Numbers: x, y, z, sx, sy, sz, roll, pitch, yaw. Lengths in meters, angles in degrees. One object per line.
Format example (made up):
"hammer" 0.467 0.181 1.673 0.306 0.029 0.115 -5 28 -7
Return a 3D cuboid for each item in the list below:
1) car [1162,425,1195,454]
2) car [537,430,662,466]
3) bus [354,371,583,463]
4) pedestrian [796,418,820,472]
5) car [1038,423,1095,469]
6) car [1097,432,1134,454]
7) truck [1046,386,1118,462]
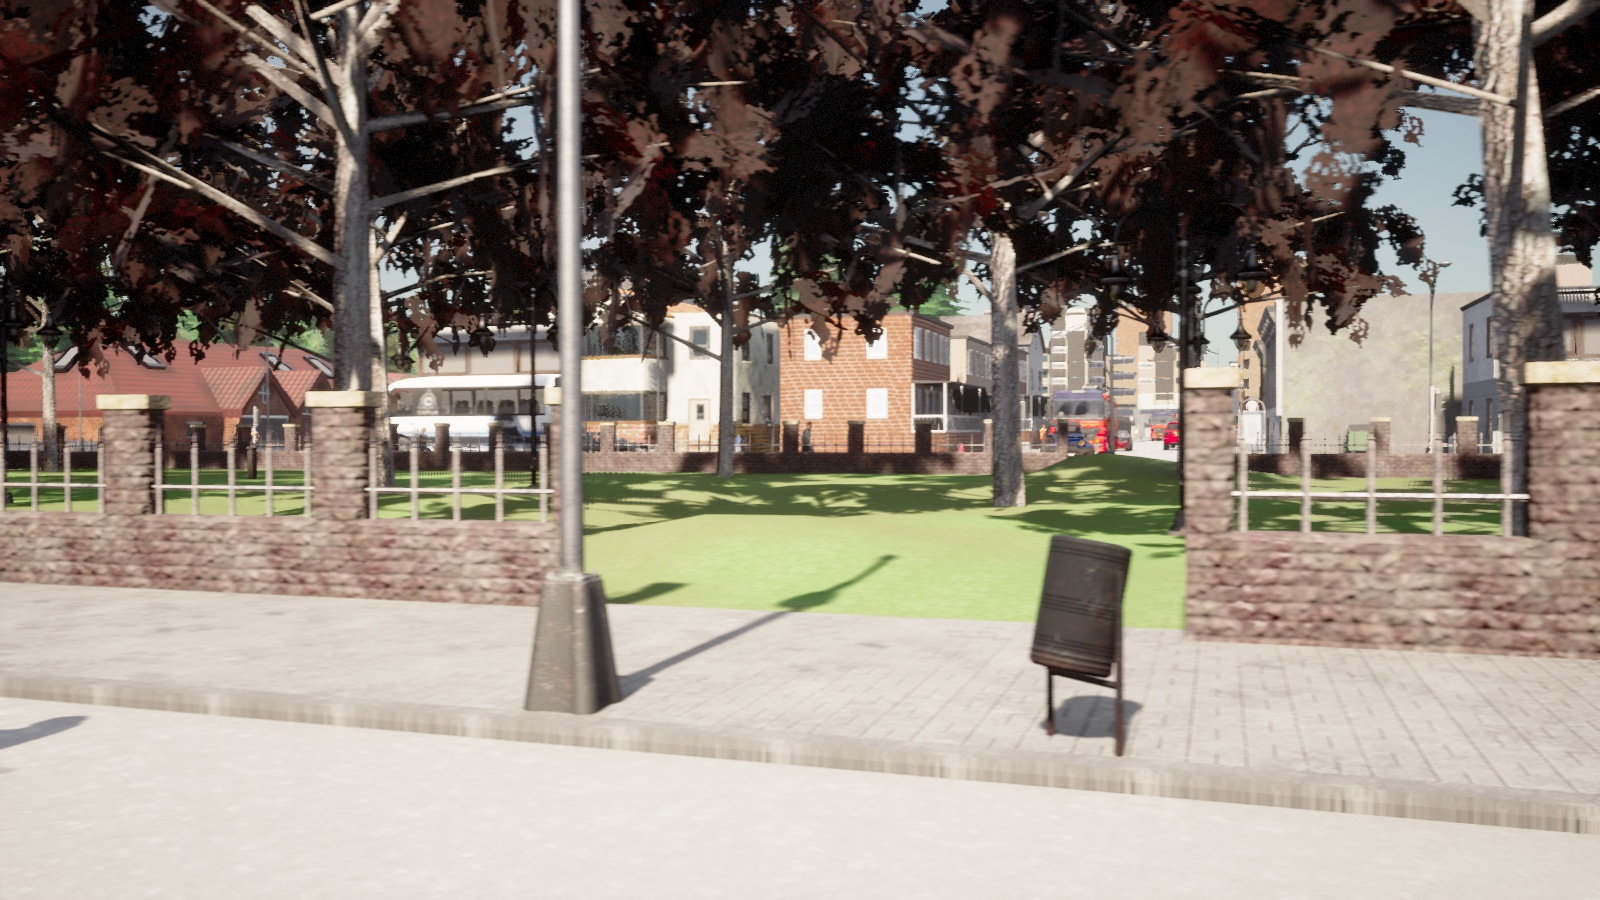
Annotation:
"car" 27.685 -0.821 91.828 2.150 2.045 5.566 1 1 18
"car" -8.652 -0.120 54.332 4.902 1.511 2.128 0 1 16
"bus" -16.126 -1.590 61.150 10.273 4.253 3.944 1 1 19
"pedestrian" 0.287 -0.195 45.749 0.788 1.949 0.423 1 1 19
"car" 11.413 -0.200 54.016 1.905 1.878 3.866 0 1 4
"car" 22.029 -0.493 87.587 2.163 1.488 4.792 1 1 19
"truck" 15.230 -1.360 67.415 2.891 3.827 8.468 1 1 19
